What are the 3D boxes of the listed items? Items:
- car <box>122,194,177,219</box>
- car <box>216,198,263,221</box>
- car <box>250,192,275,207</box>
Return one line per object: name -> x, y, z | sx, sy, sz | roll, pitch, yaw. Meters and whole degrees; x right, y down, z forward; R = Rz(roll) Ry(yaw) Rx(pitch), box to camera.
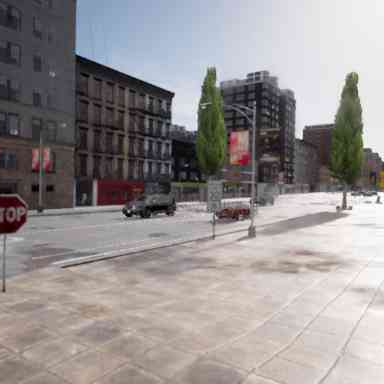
car -> -3.613, 1.217, 29.597 | 2.150, 2.045, 5.566 | 2, 1, 35
car -> 4.012, 1.610, 28.977 | 1.882, 1.535, 5.008 | 2, 1, 35
car -> 10.487, 1.021, 49.451 | 2.150, 2.045, 5.566 | 2, 1, 35
